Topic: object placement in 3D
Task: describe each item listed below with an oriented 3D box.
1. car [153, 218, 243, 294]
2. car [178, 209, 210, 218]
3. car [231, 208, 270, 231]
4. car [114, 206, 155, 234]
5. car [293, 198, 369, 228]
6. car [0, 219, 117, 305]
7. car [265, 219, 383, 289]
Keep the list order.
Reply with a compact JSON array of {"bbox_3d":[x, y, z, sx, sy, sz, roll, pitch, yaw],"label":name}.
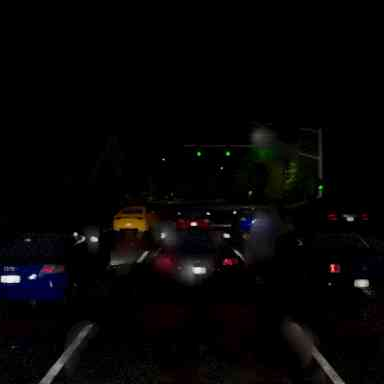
[{"bbox_3d":[0.104,1.617,8.946,1.994,1.385,4.181,0,0,0],"label":"car"},{"bbox_3d":[0.097,1.680,19.667,1.994,1.385,4.181,0,0,0],"label":"car"},{"bbox_3d":[3.597,1.687,20.839,1.994,1.385,4.181,0,0,0],"label":"car"},{"bbox_3d":[-3.403,1.597,20.301,1.882,1.535,5.008,0,0,0],"label":"car"},{"bbox_3d":[7.098,1.325,17.589,2.150,2.045,5.566,0,0,0],"label":"car"},{"bbox_3d":[-3.402,1.613,8.252,1.994,1.385,4.181,0,0,0],"label":"car"},{"bbox_3d":[3.598,1.656,9.268,1.895,1.301,4.718,0,0,0],"label":"car"}]
